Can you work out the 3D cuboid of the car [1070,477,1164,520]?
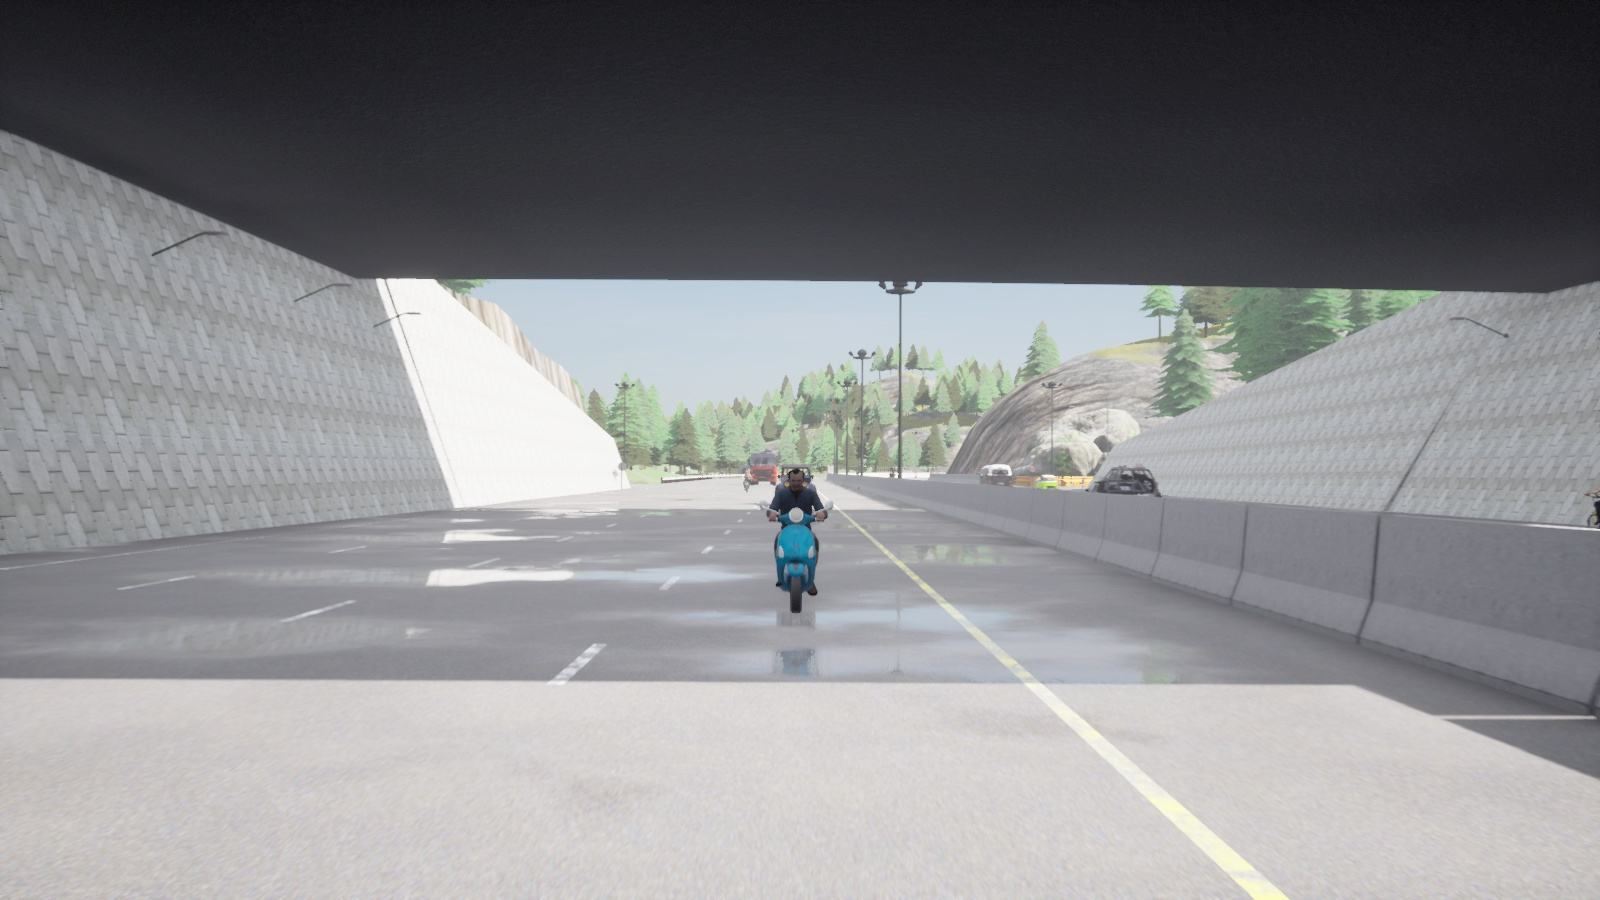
[{"bbox_3d":[10.386,1.569,41.534,1.895,1.301,4.718,0,-1,0],"label":"car"}]

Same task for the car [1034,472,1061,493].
[{"bbox_3d":[17.223,2.265,87.489,1.481,1.376,2.207,0,-1,0],"label":"car"}]

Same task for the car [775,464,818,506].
[{"bbox_3d":[-0.174,1.575,57.583,1.905,1.878,3.866,0,-1,0],"label":"car"}]

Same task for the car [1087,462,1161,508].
[{"bbox_3d":[13.841,1.478,53.896,1.932,1.855,4.605,0,-1,0],"label":"car"}]

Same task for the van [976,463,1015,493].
[{"bbox_3d":[13.719,1.962,88.319,2.069,2.038,4.480,0,-1,0],"label":"van"}]

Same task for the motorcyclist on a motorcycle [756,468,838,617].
[{"bbox_3d":[-0.035,1.009,14.401,0.866,1.590,1.817,0,-1,0],"label":"motorcyclist on a motorcycle"}]
